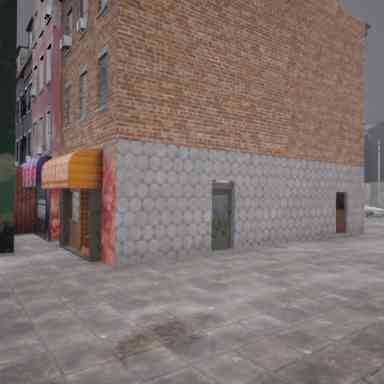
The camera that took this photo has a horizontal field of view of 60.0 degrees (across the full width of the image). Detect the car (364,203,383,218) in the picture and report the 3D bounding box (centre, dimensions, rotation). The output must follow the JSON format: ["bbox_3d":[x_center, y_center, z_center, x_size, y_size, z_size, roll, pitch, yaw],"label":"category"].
[{"bbox_3d":[14.375,1.510,29.058,1.812,1.442,4.674,1,0,-36],"label":"car"}]
